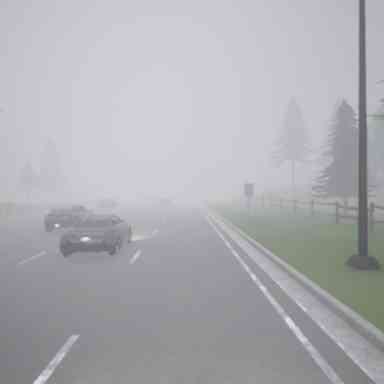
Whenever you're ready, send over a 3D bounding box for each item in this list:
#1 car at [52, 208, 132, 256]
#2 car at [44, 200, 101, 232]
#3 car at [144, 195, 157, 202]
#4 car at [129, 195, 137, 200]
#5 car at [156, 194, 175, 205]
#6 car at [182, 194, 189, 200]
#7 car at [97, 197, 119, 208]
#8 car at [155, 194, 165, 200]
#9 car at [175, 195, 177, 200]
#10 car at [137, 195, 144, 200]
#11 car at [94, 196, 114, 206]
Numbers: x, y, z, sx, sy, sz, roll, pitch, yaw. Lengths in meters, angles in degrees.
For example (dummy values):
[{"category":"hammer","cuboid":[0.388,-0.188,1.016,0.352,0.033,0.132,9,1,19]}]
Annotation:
[{"category":"car","cuboid":[-3.624,1.554,13.211,1.994,1.385,4.181,0,0,-1]},{"category":"car","cuboid":[-7.254,1.500,20.185,1.837,1.490,4.892,0,1,-1]},{"category":"car","cuboid":[-8.174,1.389,69.364,2.128,1.511,4.902,0,0,-1]},{"category":"car","cuboid":[-15.656,1.418,89.750,2.128,1.511,4.902,0,0,-1]},{"category":"car","cuboid":[-4.422,1.471,55.957,1.994,1.385,4.181,0,0,-1]},{"category":"car","cuboid":[-1.616,1.331,87.729,1.837,1.490,4.892,0,0,-1]},{"category":"car","cuboid":[-11.216,1.563,44.843,1.895,1.301,4.718,0,0,-1]},{"category":"car","cuboid":[-8.659,1.385,90.000,2.128,1.511,4.902,0,0,-1]},{"category":"car","cuboid":[-5.161,1.367,90.146,1.812,1.442,4.674,0,0,-1]},{"category":"car","cuboid":[-12.066,1.426,84.977,2.033,1.411,5.357,0,0,-1]},{"category":"car","cuboid":[-14.938,1.504,56.634,2.033,1.411,5.357,0,0,-1]}]
